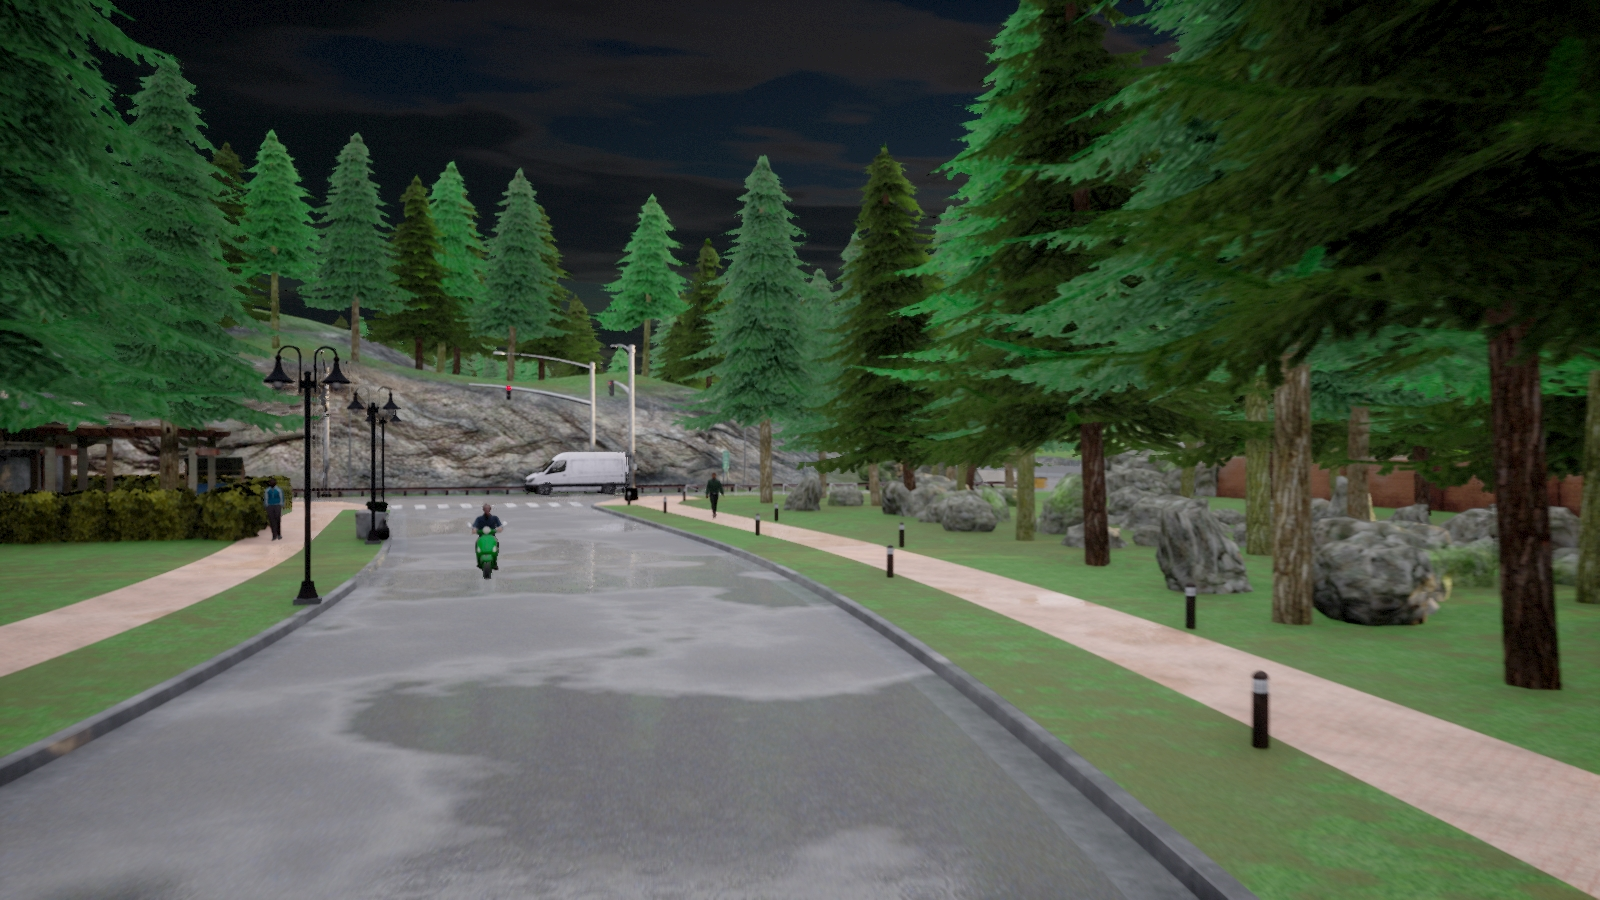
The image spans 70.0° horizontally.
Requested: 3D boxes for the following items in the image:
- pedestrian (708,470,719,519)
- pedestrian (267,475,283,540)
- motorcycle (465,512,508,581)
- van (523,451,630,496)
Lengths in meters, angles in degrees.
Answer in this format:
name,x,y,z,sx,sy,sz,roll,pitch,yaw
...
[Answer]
name,x,y,z,sx,sy,sz,roll,pitch,yaw
pedestrian,-3.283,1.673,43.290,0.375,1.860,0.375,0,0,-11
pedestrian,-15.259,1.673,33.204,0.375,1.860,0.375,0,0,-13
motorcycle,-6.895,2.104,25.207,0.856,1.334,1.805,-1,0,-14
van,-13.037,1.351,66.567,5.915,2.561,1.988,0,0,-19
